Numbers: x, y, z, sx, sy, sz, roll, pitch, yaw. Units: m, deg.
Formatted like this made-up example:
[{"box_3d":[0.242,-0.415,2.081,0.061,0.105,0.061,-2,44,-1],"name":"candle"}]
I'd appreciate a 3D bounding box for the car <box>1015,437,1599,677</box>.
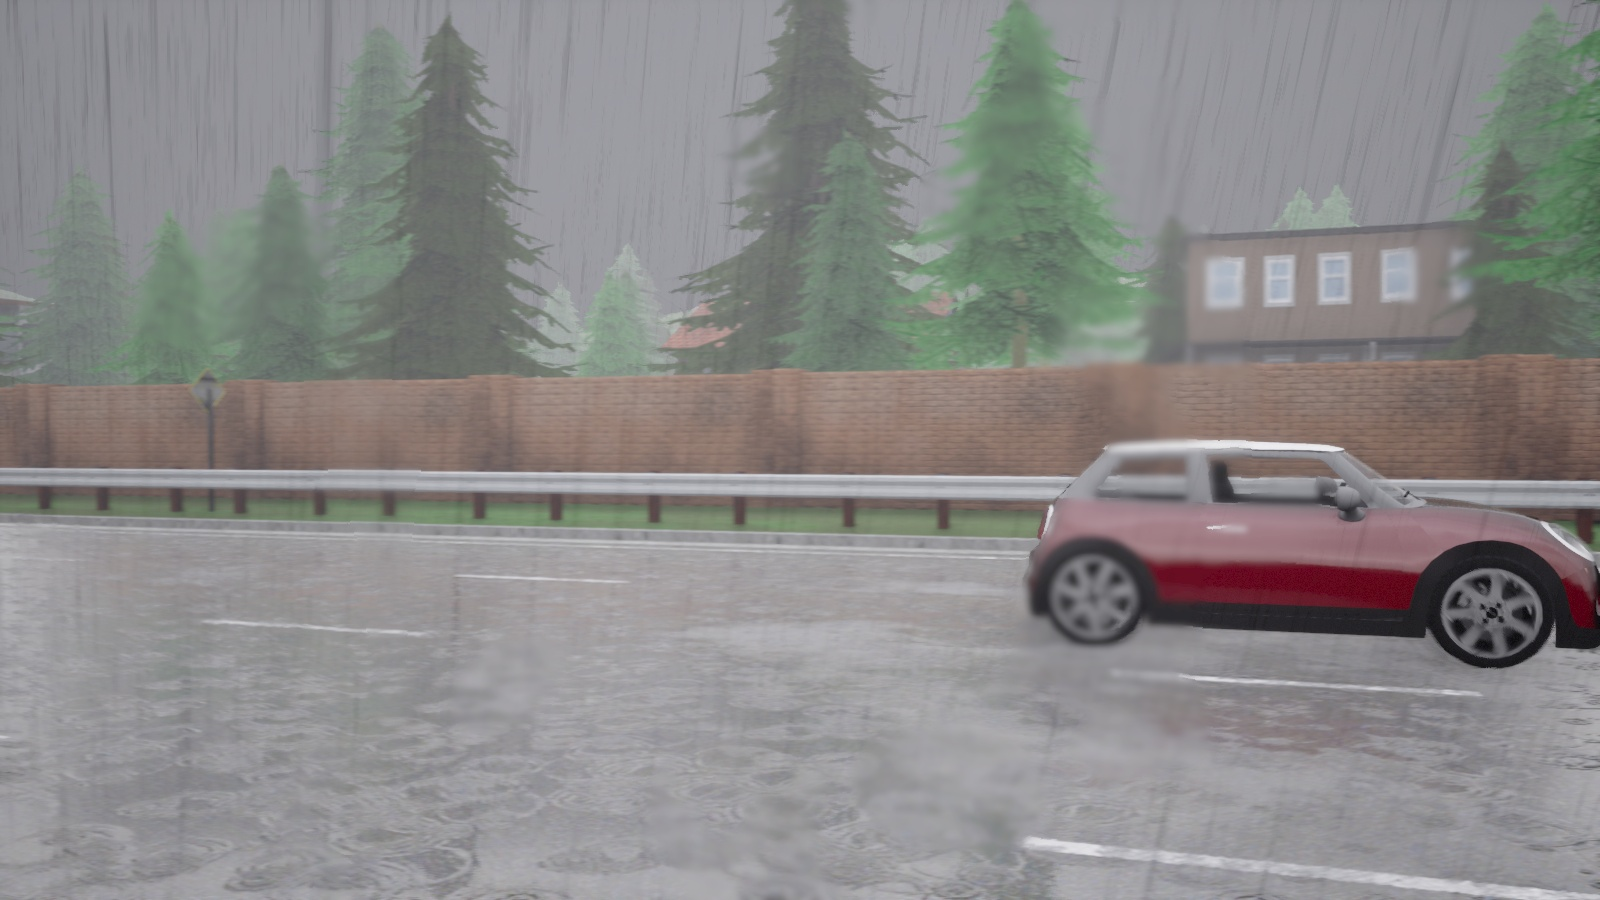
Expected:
[{"box_3d":[3.670,0.656,9.343,3.806,1.475,1.970,1,1,19],"name":"car"}]
